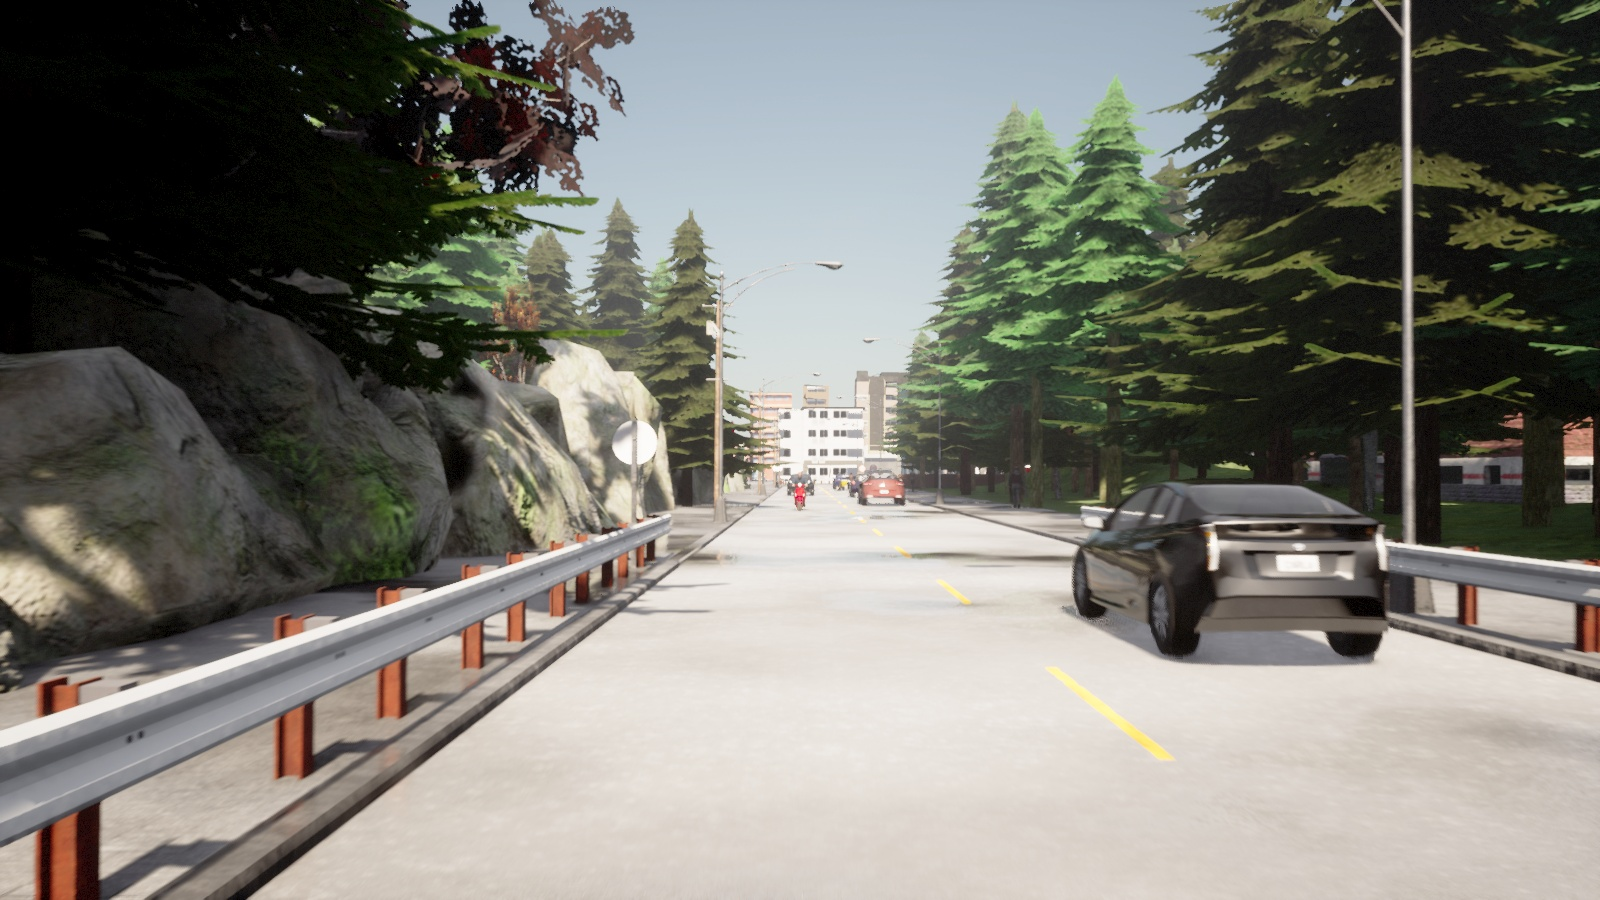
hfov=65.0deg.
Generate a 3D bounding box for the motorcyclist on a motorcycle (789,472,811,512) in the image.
[{"bbox_3d":[0.001,1.689,51.200,0.866,1.590,1.817,0,-1,0],"label":"motorcyclist on a motorcycle"}]

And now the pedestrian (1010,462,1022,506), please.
[{"bbox_3d":[9.183,1.447,53.332,0.376,1.854,0.720,0,-1,2],"label":"pedestrian"}]

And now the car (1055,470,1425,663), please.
[{"bbox_3d":[3.970,0.968,12.278,2.007,1.525,4.514,0,-1,0],"label":"car"}]

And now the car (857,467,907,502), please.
[{"bbox_3d":[4.021,1.697,62.276,2.152,1.651,5.027,0,-1,0],"label":"car"}]

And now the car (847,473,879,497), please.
[{"bbox_3d":[4.058,2.275,81.296,1.845,1.501,3.633,0,-1,0],"label":"car"}]

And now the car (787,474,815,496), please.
[{"bbox_3d":[0.065,2.350,85.098,1.837,1.490,4.892,0,-1,0],"label":"car"}]
